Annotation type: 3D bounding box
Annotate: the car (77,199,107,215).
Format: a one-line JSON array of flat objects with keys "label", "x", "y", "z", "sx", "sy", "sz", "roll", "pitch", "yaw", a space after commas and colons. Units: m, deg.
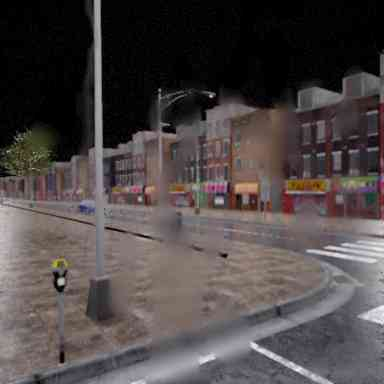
[{"label": "car", "x": -10.632, "y": 1.521, "z": 35.085, "sx": 1.882, "sy": 1.535, "sz": 5.008, "roll": -1, "pitch": 0, "yaw": -35}]
